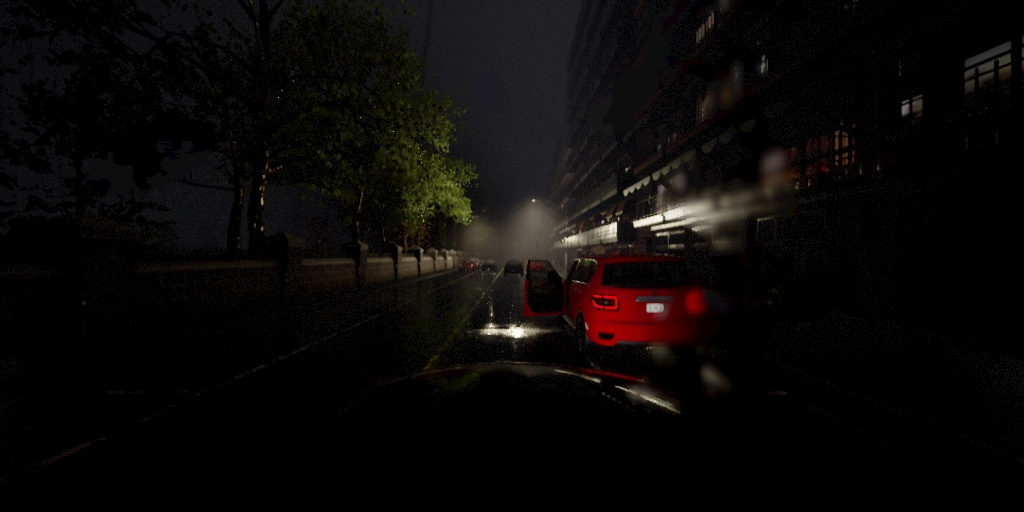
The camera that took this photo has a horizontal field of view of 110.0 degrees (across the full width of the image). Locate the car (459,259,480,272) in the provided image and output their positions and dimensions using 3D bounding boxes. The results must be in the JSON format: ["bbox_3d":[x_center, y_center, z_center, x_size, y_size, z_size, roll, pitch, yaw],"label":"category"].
[{"bbox_3d":[-5.568,1.156,45.712,1.967,1.591,4.097,0,0,0],"label":"car"}]

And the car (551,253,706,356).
[{"bbox_3d":[2.413,0.963,8.697,2.150,2.045,5.566,0,0,0],"label":"car"}]

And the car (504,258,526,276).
[{"bbox_3d":[0.169,1.197,36.552,1.882,1.535,5.008,0,0,0],"label":"car"}]

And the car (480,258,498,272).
[{"bbox_3d":[-2.878,1.317,46.351,1.895,1.301,4.718,0,0,0],"label":"car"}]

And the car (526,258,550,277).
[{"bbox_3d":[2.797,1.263,40.058,1.888,1.381,4.507,0,0,0],"label":"car"}]
